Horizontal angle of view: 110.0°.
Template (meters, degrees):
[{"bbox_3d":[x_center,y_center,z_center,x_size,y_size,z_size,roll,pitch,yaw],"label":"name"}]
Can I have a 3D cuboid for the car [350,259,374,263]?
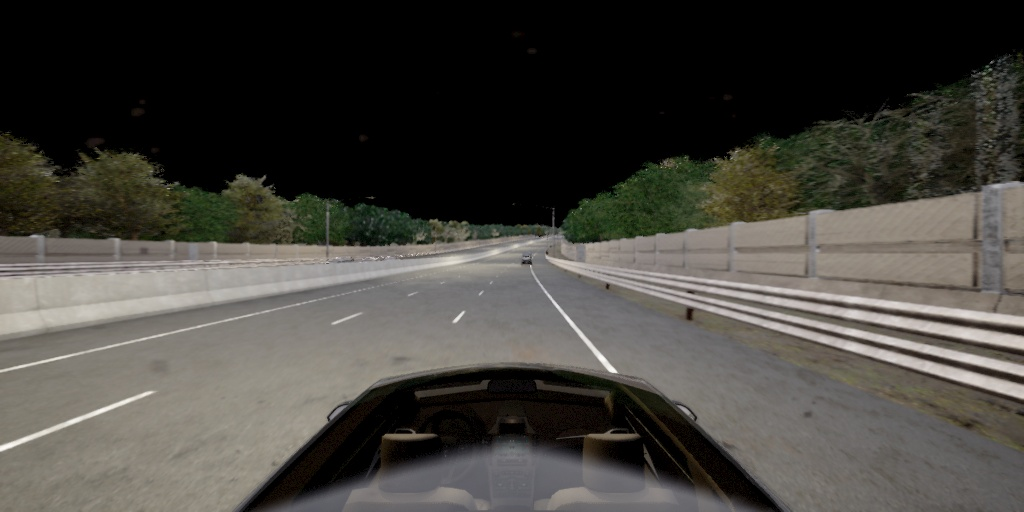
[{"bbox_3d":[-20.123,1.028,49.947,1.895,1.301,4.718,0,1,3],"label":"car"}]

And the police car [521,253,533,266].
[{"bbox_3d":[2.477,0.802,61.061,1.930,1.638,5.238,0,1,3],"label":"police car"}]

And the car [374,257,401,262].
[{"bbox_3d":[-16.636,0.937,49.474,2.128,1.511,4.902,0,1,3],"label":"car"}]

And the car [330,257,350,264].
[{"bbox_3d":[-23.620,0.905,50.089,2.128,1.511,4.902,0,1,3],"label":"car"}]
